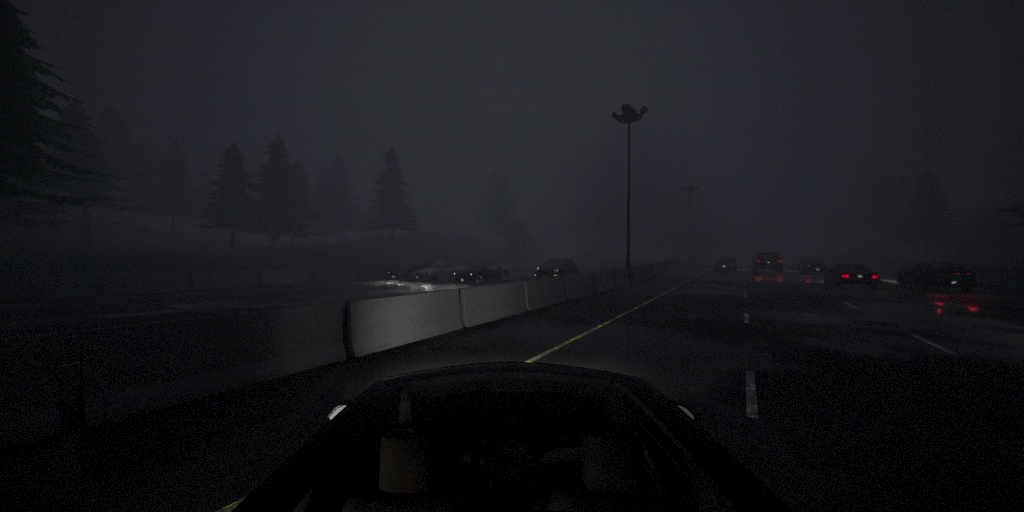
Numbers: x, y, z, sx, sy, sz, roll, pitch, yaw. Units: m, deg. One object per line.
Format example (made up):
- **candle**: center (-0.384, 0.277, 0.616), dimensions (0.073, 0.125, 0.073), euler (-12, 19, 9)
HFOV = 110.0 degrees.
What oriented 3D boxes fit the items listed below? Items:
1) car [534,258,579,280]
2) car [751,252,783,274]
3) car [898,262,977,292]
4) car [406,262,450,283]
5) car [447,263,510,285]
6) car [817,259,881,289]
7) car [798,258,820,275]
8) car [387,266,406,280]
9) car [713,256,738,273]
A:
- **car**: center (3.571, 0.982, 28.149), dimensions (2.097, 1.767, 4.553), euler (0, 1, 33)
- **car**: center (24.557, 0.628, 34.558), dimensions (2.150, 2.045, 5.566), euler (0, 1, 33)
- **car**: center (23.546, 1.092, 20.055), dimensions (2.128, 1.511, 4.902), euler (0, 1, 33)
- **car**: center (-5.400, 1.201, 27.166), dimensions (1.812, 1.442, 4.674), euler (0, 0, 33)
- **car**: center (-2.131, 1.274, 25.781), dimensions (1.895, 1.301, 4.718), euler (0, 0, 33)
- **car**: center (20.502, 1.147, 21.791), dimensions (2.033, 1.411, 5.357), euler (0, 1, 33)
- **car**: center (27.625, 0.930, 32.862), dimensions (1.812, 1.442, 4.674), euler (0, 1, 33)
- **car**: center (-7.747, 1.212, 29.991), dimensions (2.033, 1.411, 5.357), euler (0, 1, 33)
- **car**: center (21.989, 0.956, 37.040), dimensions (1.994, 1.385, 4.181), euler (0, 1, 33)
